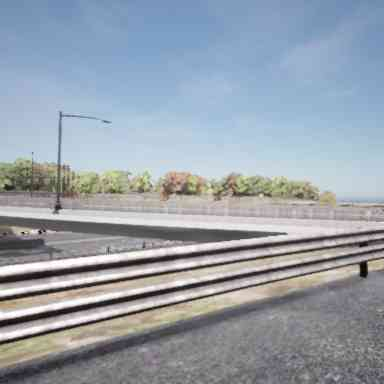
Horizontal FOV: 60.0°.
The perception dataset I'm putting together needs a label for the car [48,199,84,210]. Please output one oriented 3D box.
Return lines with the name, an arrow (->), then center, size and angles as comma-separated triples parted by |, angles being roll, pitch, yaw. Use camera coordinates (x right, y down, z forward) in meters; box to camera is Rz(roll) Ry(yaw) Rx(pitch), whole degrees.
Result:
car -> -16.803, 1.612, 44.274 | 5.357, 1.411, 2.033 | 1, -1, 30
